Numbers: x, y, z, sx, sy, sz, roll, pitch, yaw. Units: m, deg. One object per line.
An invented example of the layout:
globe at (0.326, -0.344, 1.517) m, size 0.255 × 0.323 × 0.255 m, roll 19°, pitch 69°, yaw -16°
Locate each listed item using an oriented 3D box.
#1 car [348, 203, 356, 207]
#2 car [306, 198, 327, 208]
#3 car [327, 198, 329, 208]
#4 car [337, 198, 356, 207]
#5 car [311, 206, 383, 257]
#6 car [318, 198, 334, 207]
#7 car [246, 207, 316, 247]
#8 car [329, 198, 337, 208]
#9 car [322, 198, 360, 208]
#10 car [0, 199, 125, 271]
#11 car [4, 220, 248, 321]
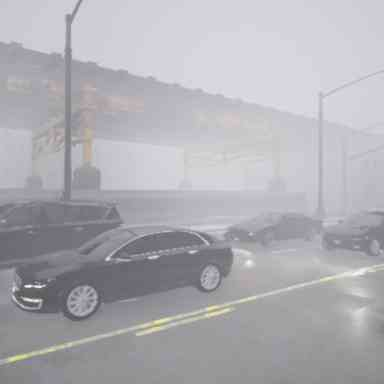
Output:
car at (12.272, 1.627, 21.290) m, size 4.674 × 1.442 × 1.812 m, roll 0°, pitch 0°, yaw -35°
car at (15.423, 1.471, 45.242) m, size 4.536 × 1.218 × 1.853 m, roll 0°, pitch 0°, yaw 8°
car at (15.473, 1.629, 45.234) m, size 4.974 × 1.542 × 2.038 m, roll 0°, pitch 0°, yaw 8°
car at (23.074, 1.517, 51.677) m, size 4.536 × 1.218 × 1.853 m, roll 0°, pitch 0°, yaw -7°
car at (7.270, 1.540, 13.472) m, size 5.008 × 1.535 × 1.882 m, roll 0°, pitch 0°, yaw -36°
car at (19.233, 1.493, 47.971) m, size 1.853 × 1.218 × 4.536 m, roll 0°, pitch 0°, yaw 18°
car at (4.029, 1.603, 15.468) m, size 5.357 × 1.411 × 2.033 m, roll 0°, pitch 0°, yaw -36°
car at (19.217, 1.650, 47.921) m, size 2.038 × 1.542 × 4.974 m, roll 0°, pitch 0°, yaw 18°
car at (23.125, 1.674, 51.683) m, size 4.974 × 1.542 × 2.038 m, roll 0°, pitch 0°, yaw -7°
car at (-4.527, 1.231, 9.361) m, size 5.566 × 2.045 × 2.150 m, roll 1°, pitch 0°, yaw -35°
car at (-1.231, 1.520, 7.414) m, size 4.892 × 1.490 × 1.837 m, roll 0°, pitch 0°, yaw -35°
